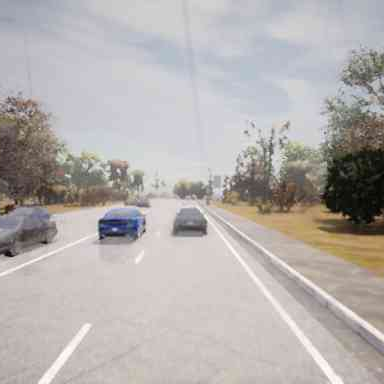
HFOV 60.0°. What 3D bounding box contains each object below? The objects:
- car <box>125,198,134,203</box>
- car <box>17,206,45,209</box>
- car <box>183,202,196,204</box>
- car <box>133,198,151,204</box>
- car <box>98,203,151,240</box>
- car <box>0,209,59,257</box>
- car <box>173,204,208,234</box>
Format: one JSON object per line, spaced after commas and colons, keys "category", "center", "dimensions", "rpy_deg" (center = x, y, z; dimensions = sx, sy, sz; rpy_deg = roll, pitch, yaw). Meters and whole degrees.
{"category": "car", "center": [-11.248, 1.879, 61.810], "dimensions": [2.128, 1.511, 4.902], "rpy_deg": [0, 0, 0]}
{"category": "car", "center": [-10.826, 1.669, 21.969], "dimensions": [1.812, 1.442, 4.674], "rpy_deg": [0, 0, -1]}
{"category": "car", "center": [-0.327, 1.834, 38.349], "dimensions": [1.895, 1.301, 4.718], "rpy_deg": [0, 0, -1]}
{"category": "car", "center": [-7.677, 1.834, 53.226], "dimensions": [1.837, 1.490, 4.892], "rpy_deg": [0, 0, 0]}
{"category": "car", "center": [-3.577, 1.589, 17.792], "dimensions": [1.882, 1.535, 5.008], "rpy_deg": [0, 0, -1]}
{"category": "car", "center": [-7.223, 1.637, 13.530], "dimensions": [2.033, 1.411, 5.357], "rpy_deg": [0, 0, -1]}
{"category": "car", "center": [-0.107, 1.687, 20.216], "dimensions": [1.994, 1.385, 4.181], "rpy_deg": [0, 0, -1]}
